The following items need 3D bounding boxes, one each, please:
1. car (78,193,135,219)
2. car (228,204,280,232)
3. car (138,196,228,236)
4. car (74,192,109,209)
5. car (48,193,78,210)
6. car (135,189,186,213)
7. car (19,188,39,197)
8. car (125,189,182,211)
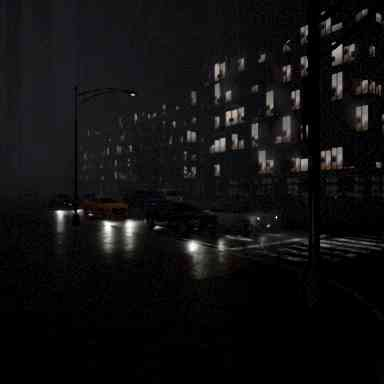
[{"bbox_3d":[-6.504,1.058,24.772,1.882,1.535,5.008,0,1,-38],"label":"car"},{"bbox_3d":[2.508,1.368,18.580,1.895,1.301,4.718,0,1,-39],"label":"car"},{"bbox_3d":[-0.661,1.231,17.325,1.882,1.535,5.008,0,1,-37],"label":"car"},{"bbox_3d":[-10.894,0.847,35.664,1.882,1.535,5.008,0,1,-38],"label":"car"},{"bbox_3d":[-12.819,0.898,32.839,1.837,1.490,4.892,0,1,-38],"label":"car"},{"bbox_3d":[-3.076,0.741,31.249,2.150,2.045,5.566,0,1,-38],"label":"car"},{"bbox_3d":[-22.051,0.229,44.801,1.837,1.490,4.892,0,1,-38],"label":"car"},{"bbox_3d":[-3.522,0.810,26.234,2.150,2.045,5.566,0,1,-38],"label":"car"}]
